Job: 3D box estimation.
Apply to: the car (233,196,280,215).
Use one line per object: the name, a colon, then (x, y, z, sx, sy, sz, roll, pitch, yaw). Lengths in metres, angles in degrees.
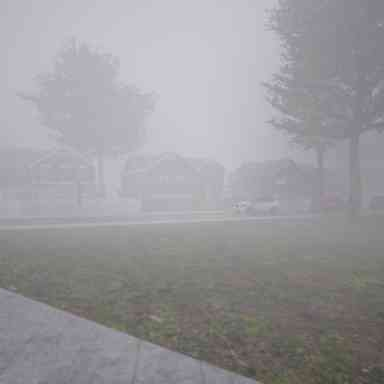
car: (7.207, 1.450, 36.931, 5.566, 2.045, 2.150, 0, 0, -28)

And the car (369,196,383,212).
car: (25.587, 1.557, 43.383, 5.566, 2.045, 2.150, 0, 0, -28)

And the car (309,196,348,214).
car: (16.094, 1.496, 38.346, 5.566, 2.045, 2.150, 1, 0, -27)
